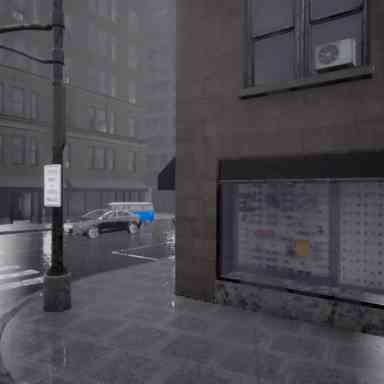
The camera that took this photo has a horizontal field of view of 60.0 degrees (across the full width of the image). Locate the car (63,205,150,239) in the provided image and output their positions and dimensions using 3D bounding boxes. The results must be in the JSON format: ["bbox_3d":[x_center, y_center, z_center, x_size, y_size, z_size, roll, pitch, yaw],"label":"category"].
[{"bbox_3d":[-4.995,1.726,18.987,2.128,1.511,4.902,0,-1,35],"label":"car"}]

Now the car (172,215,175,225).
[{"bbox_3d":[0.259,1.947,26.451,1.994,1.385,4.181,0,-1,35],"label":"car"}]

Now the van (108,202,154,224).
[{"bbox_3d":[-4.507,1.636,24.169,1.690,1.788,3.998,-1,-1,35],"label":"van"}]
